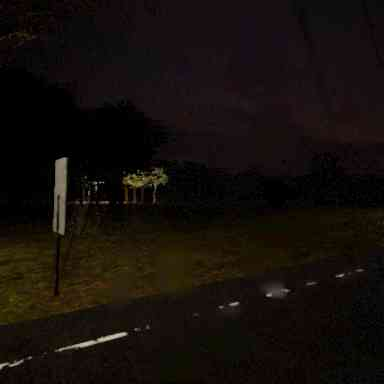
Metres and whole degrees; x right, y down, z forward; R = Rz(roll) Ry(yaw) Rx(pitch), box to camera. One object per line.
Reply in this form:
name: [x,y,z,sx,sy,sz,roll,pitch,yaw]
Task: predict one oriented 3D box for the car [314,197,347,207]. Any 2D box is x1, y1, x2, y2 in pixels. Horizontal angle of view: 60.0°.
car: [21.058,1.550,50.691,1.882,1.535,5.008,2,-2,-36]
